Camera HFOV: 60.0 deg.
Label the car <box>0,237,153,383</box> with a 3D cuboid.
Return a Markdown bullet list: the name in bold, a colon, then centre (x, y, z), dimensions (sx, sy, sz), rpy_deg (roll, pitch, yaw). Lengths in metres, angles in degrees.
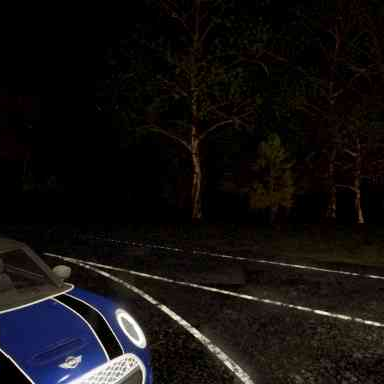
- **car**: centre (-2.592, 1.338, 3.733), dimensions (4.553, 1.767, 2.097), rpy_deg (1, 0, 35)
